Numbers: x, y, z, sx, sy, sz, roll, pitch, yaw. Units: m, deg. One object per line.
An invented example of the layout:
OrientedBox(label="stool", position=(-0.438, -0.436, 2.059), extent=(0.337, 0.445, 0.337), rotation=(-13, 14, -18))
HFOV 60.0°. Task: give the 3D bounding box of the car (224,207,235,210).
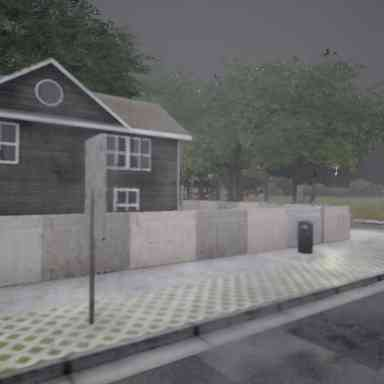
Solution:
OrientedBox(label="car", position=(2.713, 1.778, 33.045), extent=(1.895, 1.301, 4.718), rotation=(1, 0, -35))

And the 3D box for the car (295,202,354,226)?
OrientedBox(label="car", position=(9.169, 1.549, 23.926), extent=(2.097, 1.767, 4.553), rotation=(1, 0, -35))
